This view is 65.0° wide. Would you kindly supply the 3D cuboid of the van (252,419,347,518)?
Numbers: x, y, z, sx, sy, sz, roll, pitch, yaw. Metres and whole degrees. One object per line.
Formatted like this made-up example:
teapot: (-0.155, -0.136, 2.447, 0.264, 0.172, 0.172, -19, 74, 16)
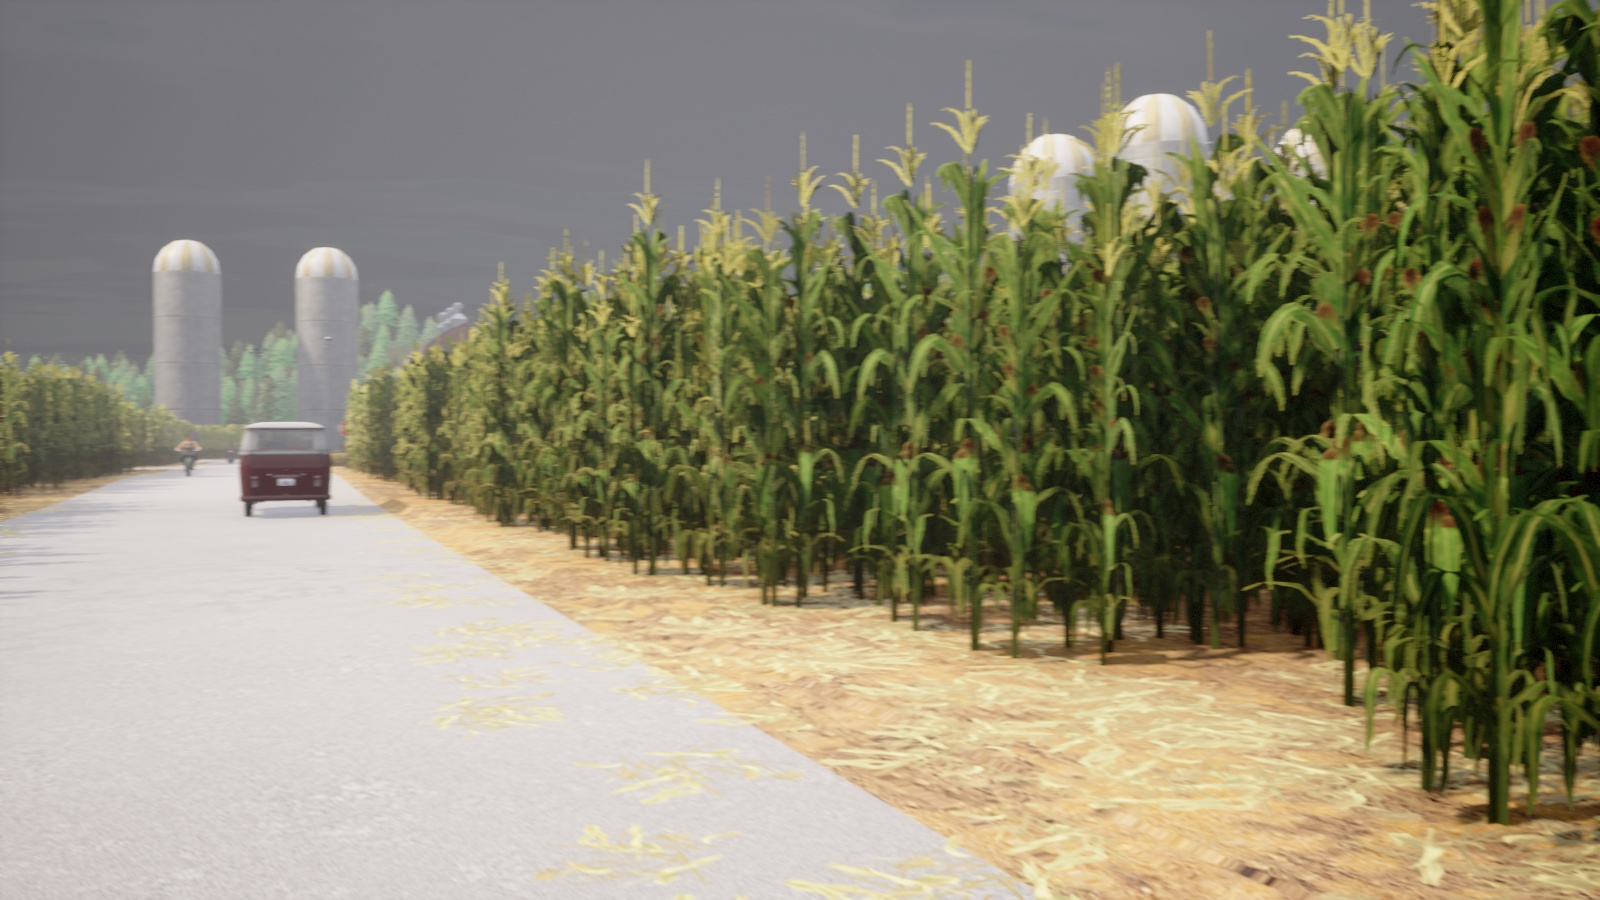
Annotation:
van: (-11.017, 0.342, 27.627, 1.775, 1.987, 4.442, 0, 1, -22)
